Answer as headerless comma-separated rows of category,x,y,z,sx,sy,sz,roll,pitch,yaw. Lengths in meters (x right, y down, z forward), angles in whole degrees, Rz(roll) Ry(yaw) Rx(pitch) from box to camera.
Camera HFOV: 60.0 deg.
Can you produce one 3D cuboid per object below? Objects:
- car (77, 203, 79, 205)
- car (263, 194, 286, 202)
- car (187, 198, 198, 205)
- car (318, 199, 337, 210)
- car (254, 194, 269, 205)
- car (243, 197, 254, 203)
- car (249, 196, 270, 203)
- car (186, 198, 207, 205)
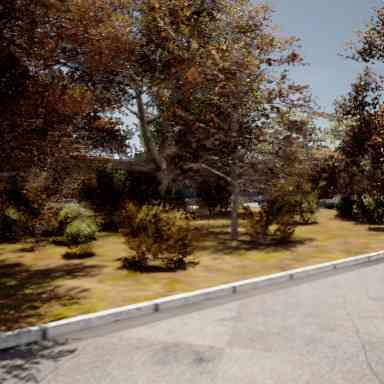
car,-16.105,1.953,43.353,2.435,2.045,5.566,0,0,-36
car,21.455,1.599,86.324,2.435,2.045,5.566,0,0,-36
car,-1.355,2.015,70.038,2.097,1.535,5.008,0,0,-36
car,17.370,1.629,41.144,2.128,1.511,4.902,4,-3,-34
car,15.658,1.685,66.159,2.435,2.045,5.566,0,0,-36
car,12.319,1.902,79.826,2.097,1.535,5.008,0,0,-36
car,16.865,1.902,83.109,2.163,1.488,4.792,0,0,-36
car,0.910,2.026,71.689,2.163,1.488,4.792,0,0,-36
